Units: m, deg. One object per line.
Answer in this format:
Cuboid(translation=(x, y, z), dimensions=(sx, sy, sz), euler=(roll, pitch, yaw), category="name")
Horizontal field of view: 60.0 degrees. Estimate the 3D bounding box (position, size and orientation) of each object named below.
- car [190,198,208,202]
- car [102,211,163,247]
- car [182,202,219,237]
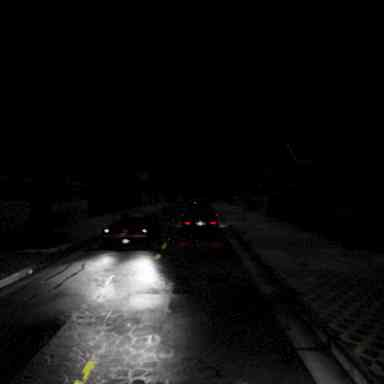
Cuboid(translation=(0.847, 1.397, 38.605), dimensions=(2.128, 1.511, 4.902), euler=(0, 0, 1), category="car")
Cuboid(translation=(-2.473, 1.546, 14.747), dimensions=(1.895, 1.301, 4.718), euler=(0, 0, 1), category="car")
Cuboid(translation=(0.426, 1.471, 17.577), dimensions=(2.033, 1.411, 5.357), euler=(0, 0, 1), category="car")
